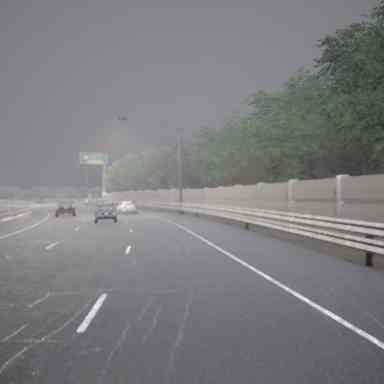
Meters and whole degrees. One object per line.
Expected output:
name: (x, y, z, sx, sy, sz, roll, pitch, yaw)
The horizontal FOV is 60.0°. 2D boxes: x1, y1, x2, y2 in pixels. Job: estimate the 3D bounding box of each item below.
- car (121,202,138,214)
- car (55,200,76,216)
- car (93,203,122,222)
car: (-8.118, 1.935, 41.033, 1.812, 1.442, 4.674, 0, -1, -23)
car: (-14.723, 1.813, 38.639, 2.097, 1.767, 4.553, -1, 0, -22)
car: (-7.723, 1.863, 29.588, 2.033, 1.411, 5.357, 0, 0, -17)
